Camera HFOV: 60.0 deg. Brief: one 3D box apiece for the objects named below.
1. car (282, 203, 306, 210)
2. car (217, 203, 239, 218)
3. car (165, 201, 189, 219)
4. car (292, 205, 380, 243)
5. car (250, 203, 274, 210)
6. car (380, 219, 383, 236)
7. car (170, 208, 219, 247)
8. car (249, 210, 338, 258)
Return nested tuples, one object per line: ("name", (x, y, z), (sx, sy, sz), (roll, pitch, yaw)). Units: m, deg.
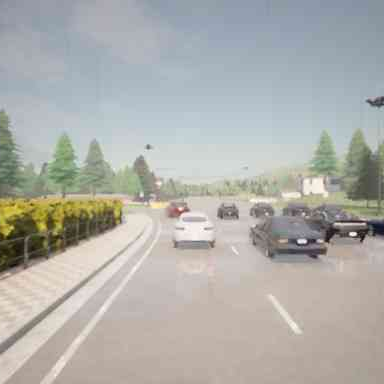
("car", (10.605, 1.854, 34.002), (1.837, 1.490, 4.892), (0, -1, 0))
("car", (3.605, 1.839, 33.894), (2.128, 1.511, 4.902), (0, -1, 0))
("car", (-1.492, 1.696, 33.537), (2.097, 1.767, 4.553), (0, -1, -11))
("car", (7.102, 1.668, 17.096), (2.128, 1.511, 4.902), (0, -1, 0))
("car", (7.105, 1.854, 33.961), (1.837, 1.490, 4.892), (0, -1, 0))
("car", (10.603, 1.772, 16.607), (1.895, 1.301, 4.718), (0, -1, 0))
("car", (0.090, 1.690, 15.919), (1.812, 1.442, 4.674), (0, -1, 0))
("car", (3.603, 1.686, 13.382), (2.033, 1.411, 5.357), (0, -1, 0))
